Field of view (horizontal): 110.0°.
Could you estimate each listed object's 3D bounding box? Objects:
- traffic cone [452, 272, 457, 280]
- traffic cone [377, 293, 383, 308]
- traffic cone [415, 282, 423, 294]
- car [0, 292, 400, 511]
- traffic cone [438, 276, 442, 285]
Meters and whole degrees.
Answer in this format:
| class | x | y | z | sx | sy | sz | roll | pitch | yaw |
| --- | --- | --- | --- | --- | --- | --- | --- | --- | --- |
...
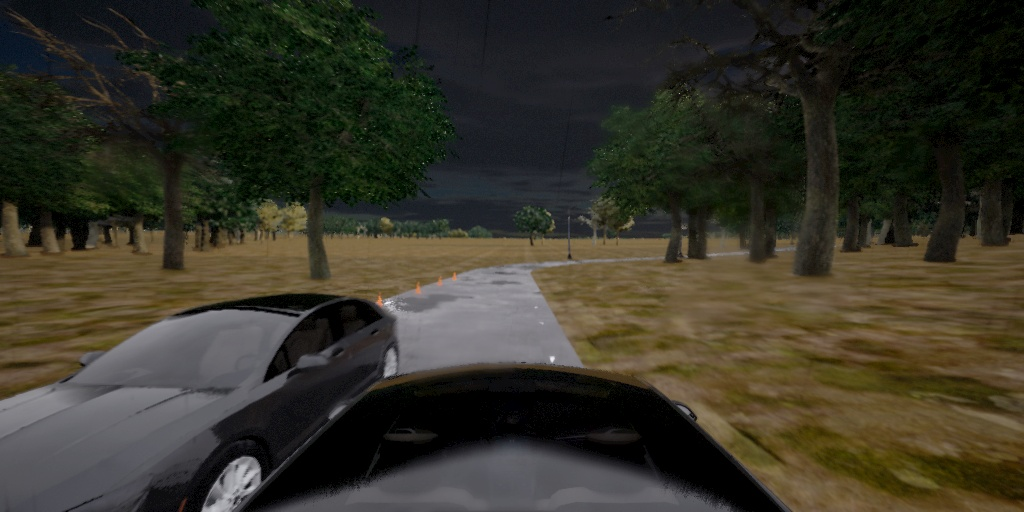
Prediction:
| class | x | y | z | sx | sy | sz | roll | pitch | yaw |
| --- | --- | --- | --- | --- | --- | --- | --- | --- | --- |
| traffic cone | -4.486 | 1.560 | 27.938 | 0.340 | 0.580 | 0.340 | 0 | 0 | 1 |
| traffic cone | -4.783 | 1.619 | 12.940 | 0.340 | 0.580 | 0.340 | 0 | 0 | 1 |
| traffic cone | -4.684 | 1.600 | 17.939 | 0.340 | 0.580 | 0.340 | 0 | 0 | 1 |
| car | -2.703 | 1.222 | 3.852 | 1.837 | 1.490 | 4.892 | 1 | 0 | 1 |
| traffic cone | -4.585 | 1.581 | 22.939 | 0.340 | 0.580 | 0.340 | 0 | 0 | 1 |
